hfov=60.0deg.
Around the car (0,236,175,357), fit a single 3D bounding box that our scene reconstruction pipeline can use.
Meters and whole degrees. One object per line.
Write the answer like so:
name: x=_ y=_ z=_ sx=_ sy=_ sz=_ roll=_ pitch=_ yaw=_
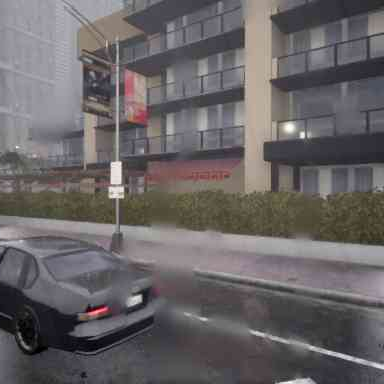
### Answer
car: x=-2.839 y=1.548 z=6.039 sx=5.357 sy=1.411 sz=2.033 roll=0 pitch=0 yaw=35
